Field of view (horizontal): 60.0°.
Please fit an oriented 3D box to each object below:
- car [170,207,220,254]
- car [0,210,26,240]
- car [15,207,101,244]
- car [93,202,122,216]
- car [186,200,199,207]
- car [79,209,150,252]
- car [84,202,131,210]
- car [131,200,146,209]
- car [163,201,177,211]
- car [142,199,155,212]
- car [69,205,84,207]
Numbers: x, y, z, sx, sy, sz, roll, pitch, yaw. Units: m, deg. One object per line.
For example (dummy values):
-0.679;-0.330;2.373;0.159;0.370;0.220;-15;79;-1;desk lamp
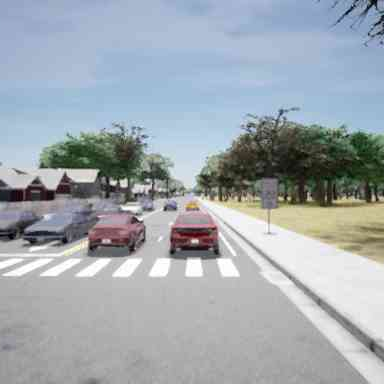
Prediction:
0.100;1.621;14.258;1.882;1.535;5.008;0;-1;0;car
-9.885;1.731;18.493;2.033;1.411;5.357;0;-1;-3;car
-6.599;1.719;17.170;2.033;1.411;5.357;0;-1;0;car
-9.834;1.931;39.191;2.033;1.411;5.357;0;-1;0;car
0.093;1.948;48.273;1.882;1.535;5.008;0;-1;0;car
-3.149;1.671;14.539;1.812;1.442;4.674;0;-1;0;car
-6.604;1.756;26.631;2.128;1.511;4.902;0;-1;0;car
-6.587;1.886;36.685;1.812;1.442;4.674;0;-1;0;car
-3.153;1.999;48.671;1.812;1.442;4.674;0;-1;0;car
-6.557;1.812;47.153;2.097;1.767;4.553;0;-1;1;car
-9.851;1.831;28.654;2.033;1.411;5.357;0;-1;0;car
